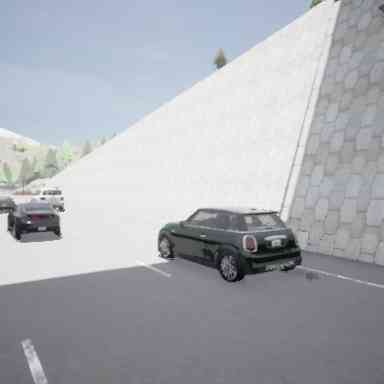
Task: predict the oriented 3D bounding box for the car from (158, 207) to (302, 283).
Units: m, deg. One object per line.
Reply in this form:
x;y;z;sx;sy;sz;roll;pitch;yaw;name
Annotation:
0.808;1.195;9.626;2.097;1.767;4.553;-1;1;-34;car

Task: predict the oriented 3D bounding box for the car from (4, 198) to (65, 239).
-7.614;1.243;15.911;1.837;1.490;4.892;-1;1;-34;car

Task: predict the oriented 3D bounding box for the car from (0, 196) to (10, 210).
-17.191;1.069;30.206;1.994;1.385;4.181;-1;1;-34;car

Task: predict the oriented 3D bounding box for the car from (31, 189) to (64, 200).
-13.457;0.714;30.914;2.150;2.045;5.566;-1;1;-34;car
